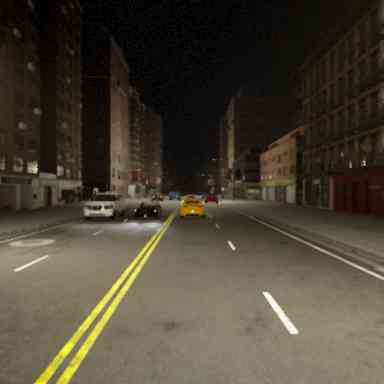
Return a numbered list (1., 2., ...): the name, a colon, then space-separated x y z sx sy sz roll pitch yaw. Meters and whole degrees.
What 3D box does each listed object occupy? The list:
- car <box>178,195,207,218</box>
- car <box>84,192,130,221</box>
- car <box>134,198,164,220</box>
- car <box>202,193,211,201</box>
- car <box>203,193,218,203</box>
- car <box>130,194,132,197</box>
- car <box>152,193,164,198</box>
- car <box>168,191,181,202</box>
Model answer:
1. car: 0.043 1.299 27.933 1.882 1.535 5.008 0 0 0
2. car: -6.653 1.050 26.017 2.150 2.045 5.566 0 0 0
3. car: -3.404 1.429 26.471 1.895 1.301 4.718 0 0 0
4. car: 3.107 1.017 72.085 1.882 1.535 5.008 0 0 0
5. car: 3.235 0.990 56.623 2.097 1.767 4.553 0 0 0
6. car: -19.085 0.979 93.170 4.313 1.339 1.947 0 0 0
7. car: -6.642 0.921 65.731 2.097 1.767 4.553 0 0 0
8. car: -3.384 0.790 65.519 2.150 2.045 5.566 0 1 0
